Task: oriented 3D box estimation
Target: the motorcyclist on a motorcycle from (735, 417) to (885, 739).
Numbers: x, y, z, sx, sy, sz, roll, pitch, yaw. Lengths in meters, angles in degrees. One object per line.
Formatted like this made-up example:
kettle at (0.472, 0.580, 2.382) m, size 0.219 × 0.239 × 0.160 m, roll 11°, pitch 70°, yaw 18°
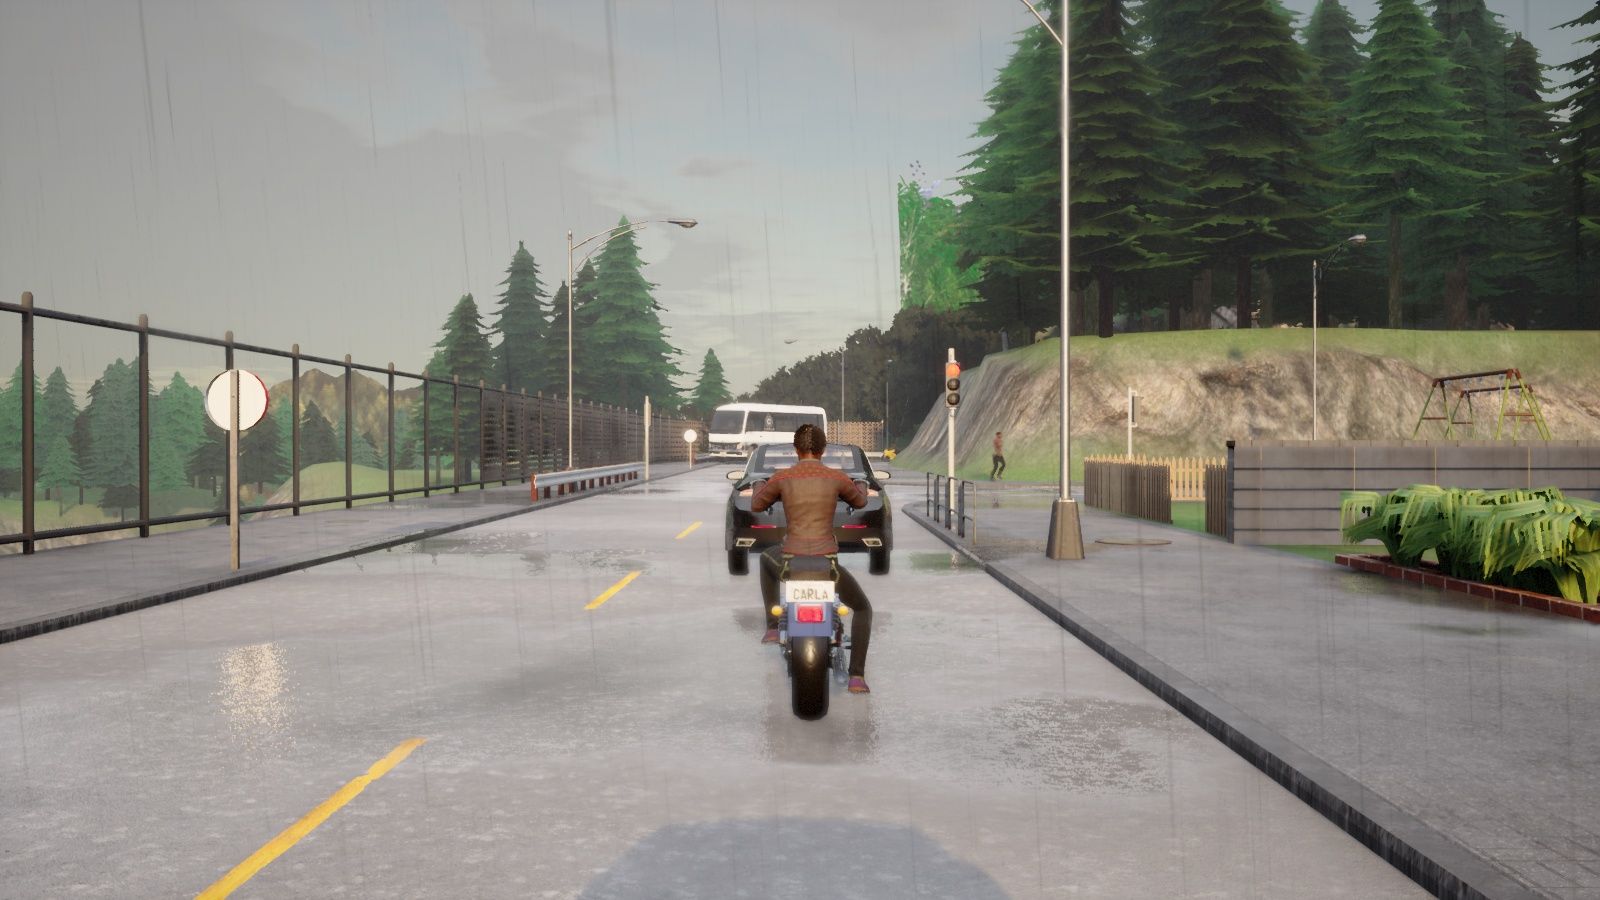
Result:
motorcyclist on a motorcycle at (0.059, 0.654, 7.610) m, size 0.766 × 1.649 × 2.350 m, roll 0°, pitch 0°, yaw 0°

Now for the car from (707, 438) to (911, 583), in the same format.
car at (0.106, 0.615, 15.564) m, size 2.128 × 1.511 × 4.902 m, roll 0°, pitch 0°, yaw 0°

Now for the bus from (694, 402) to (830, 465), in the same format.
bus at (-2.586, -1.160, 90.174) m, size 3.944 × 4.253 × 10.273 m, roll 2°, pitch 1°, yaw 38°

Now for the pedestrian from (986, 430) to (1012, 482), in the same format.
pedestrian at (7.103, 0.209, 44.825) m, size 0.328 × 1.805 × 0.869 m, roll 0°, pitch 0°, yaw -44°
